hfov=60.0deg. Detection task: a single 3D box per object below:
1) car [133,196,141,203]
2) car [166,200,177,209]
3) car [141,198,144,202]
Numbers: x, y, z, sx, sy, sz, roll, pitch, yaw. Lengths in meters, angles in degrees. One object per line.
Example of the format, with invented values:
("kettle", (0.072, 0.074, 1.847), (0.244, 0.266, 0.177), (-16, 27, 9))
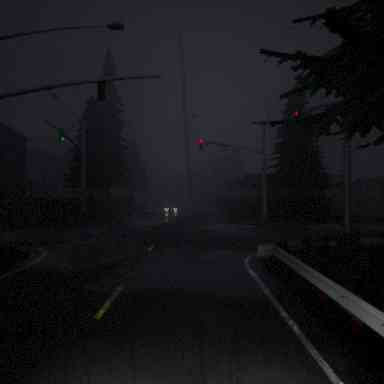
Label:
("car", (-16.788, 2.067, 90.740), (3.866, 1.878, 1.905), (0, -1, -1))
("car", (-3.526, 2.158, 57.970), (1.812, 1.442, 4.674), (0, -1, 0))
("car", (-16.197, 2.387, 94.065), (3.806, 1.475, 1.970), (0, -1, -1))
